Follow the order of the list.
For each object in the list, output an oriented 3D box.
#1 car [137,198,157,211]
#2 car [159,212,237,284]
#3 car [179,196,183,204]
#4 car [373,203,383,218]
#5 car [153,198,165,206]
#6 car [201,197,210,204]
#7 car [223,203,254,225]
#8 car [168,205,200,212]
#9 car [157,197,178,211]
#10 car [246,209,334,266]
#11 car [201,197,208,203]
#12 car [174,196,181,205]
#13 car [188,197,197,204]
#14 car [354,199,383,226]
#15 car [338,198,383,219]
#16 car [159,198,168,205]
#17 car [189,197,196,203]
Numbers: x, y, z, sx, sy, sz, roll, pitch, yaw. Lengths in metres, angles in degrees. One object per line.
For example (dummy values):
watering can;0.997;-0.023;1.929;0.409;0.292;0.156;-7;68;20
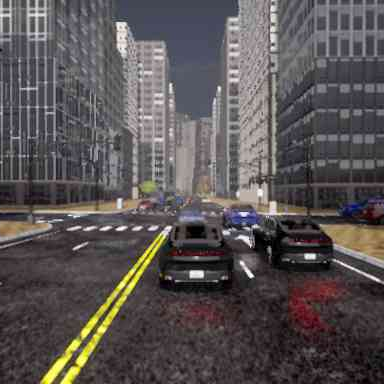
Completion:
car;-6.555;1.879;47.040;1.812;1.442;4.674;0;0;2
car;0.105;1.582;9.798;1.837;1.490;4.892;0;0;0
car;-3.227;2.007;65.434;1.812;1.442;4.674;0;0;0
car;21.834;1.930;34.829;4.829;1.417;1.752;0;0;1
car;-6.472;1.961;65.649;1.882;1.535;5.008;0;0;0
car;3.306;2.169;78.899;1.895;1.301;4.718;0;0;0
car;3.360;1.601;23.663;2.097;1.767;4.553;0;-2;0
car;-0.277;1.739;21.690;2.033;1.411;5.357;0;-2;-6
car;-3.308;1.852;46.274;1.837;1.490;4.892;0;0;0
car;3.359;1.598;11.878;1.837;1.490;4.892;0;0;0
car;3.313;2.139;88.833;1.837;1.490;4.892;0;0;0
car;-3.294;1.918;55.613;1.837;1.490;4.892;0;0;0
car;0.056;2.093;78.190;1.812;1.442;4.674;0;0;0
car;16.219;1.739;26.548;5.009;1.841;2.192;0;0;1
car;17.228;1.608;32.310;5.566;2.045;2.150;1;0;2
car;-6.446;2.078;75.919;1.812;1.442;4.674;0;0;0
car;0.063;2.112;88.184;1.882;1.535;5.008;0;0;0
